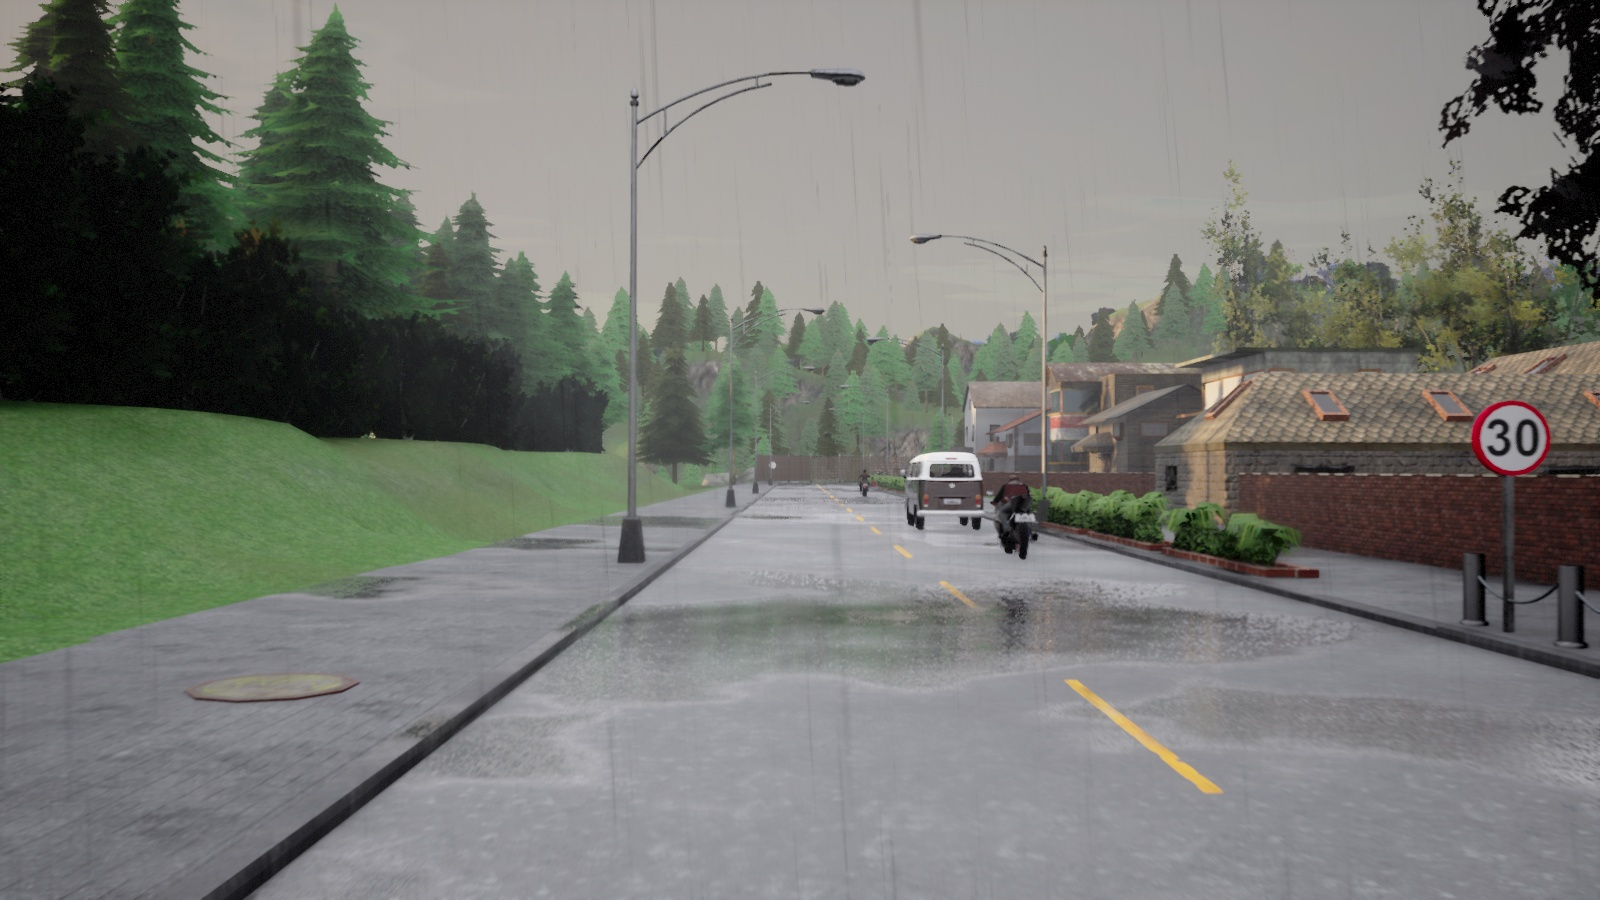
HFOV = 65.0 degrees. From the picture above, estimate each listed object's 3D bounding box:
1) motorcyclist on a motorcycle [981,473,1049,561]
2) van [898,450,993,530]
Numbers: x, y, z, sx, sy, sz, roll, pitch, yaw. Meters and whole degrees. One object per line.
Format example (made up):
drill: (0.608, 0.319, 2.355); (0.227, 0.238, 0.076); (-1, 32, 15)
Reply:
motorcyclist on a motorcycle: (3.943, 1.194, 23.177); (0.866, 1.530, 2.191); (0, -1, 0)
van: (3.914, 1.061, 34.555); (2.069, 2.038, 4.480); (0, -1, 0)
